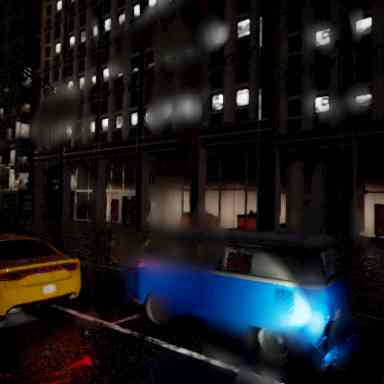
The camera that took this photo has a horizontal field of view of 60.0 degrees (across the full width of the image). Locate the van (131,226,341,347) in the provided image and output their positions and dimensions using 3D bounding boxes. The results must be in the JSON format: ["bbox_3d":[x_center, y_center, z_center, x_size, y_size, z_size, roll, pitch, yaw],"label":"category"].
[{"bbox_3d":[0.665,1.577,6.021,3.998,1.788,1.690,-1,-2,37],"label":"van"}]

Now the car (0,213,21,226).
[{"bbox_3d":[-8.407,1.703,12.869,5.009,1.841,2.192,-1,-2,37],"label":"car"}]

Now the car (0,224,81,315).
[{"bbox_3d":[-4.676,1.722,7.817,5.008,1.535,1.882,-1,-3,37],"label":"car"}]

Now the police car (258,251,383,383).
[{"bbox_3d":[3.218,1.538,1.860,5.238,1.638,1.930,-1,-3,37],"label":"police car"}]
